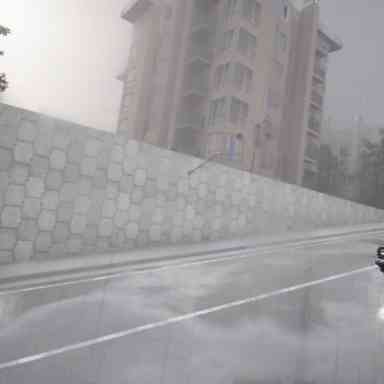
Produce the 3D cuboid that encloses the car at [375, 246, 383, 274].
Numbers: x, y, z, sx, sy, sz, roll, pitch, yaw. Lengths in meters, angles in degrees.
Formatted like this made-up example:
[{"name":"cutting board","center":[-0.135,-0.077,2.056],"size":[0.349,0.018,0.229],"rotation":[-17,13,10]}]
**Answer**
[{"name":"car","center":[6.901,1.593,8.899],"size":[4.718,1.301,1.895],"rotation":[0,0,-35]}]
